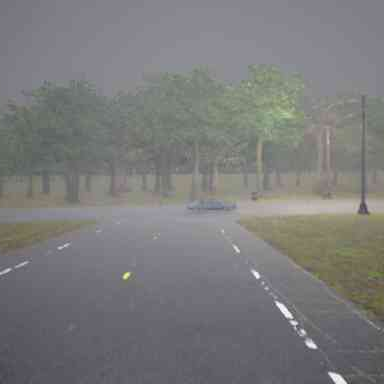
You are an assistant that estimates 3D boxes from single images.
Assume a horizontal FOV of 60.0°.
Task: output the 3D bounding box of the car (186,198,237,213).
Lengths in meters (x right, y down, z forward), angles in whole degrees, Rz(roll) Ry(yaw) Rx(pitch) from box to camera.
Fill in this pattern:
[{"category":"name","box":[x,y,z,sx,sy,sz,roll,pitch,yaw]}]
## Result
[{"category":"car","box":[2.043,1.362,35.214,5.357,1.411,2.033,-1,2,-1]}]
